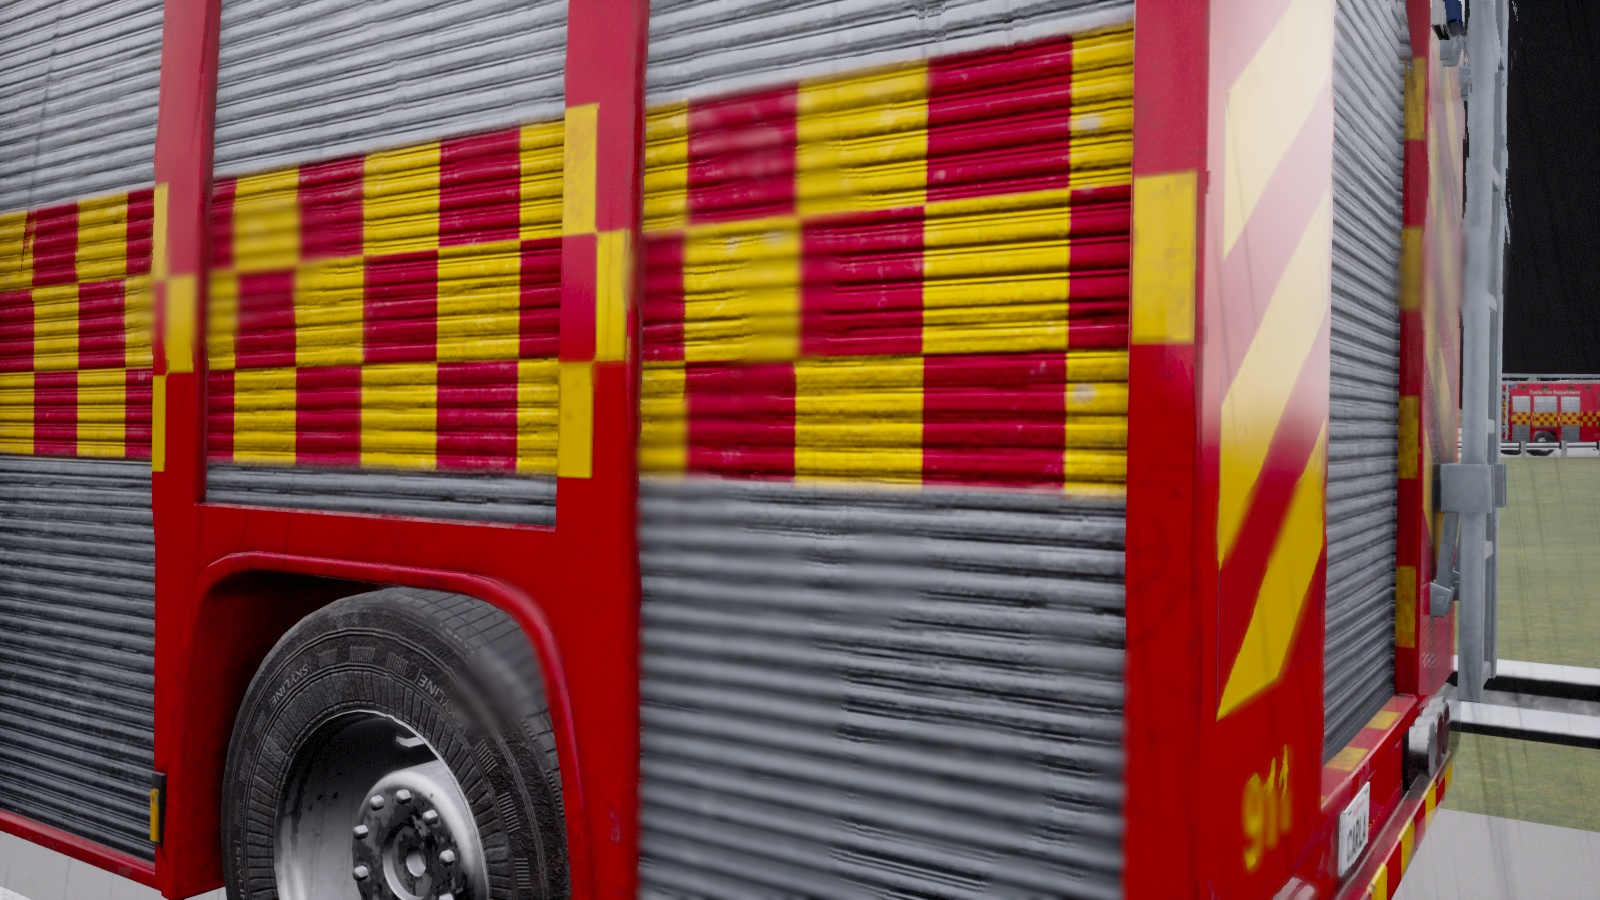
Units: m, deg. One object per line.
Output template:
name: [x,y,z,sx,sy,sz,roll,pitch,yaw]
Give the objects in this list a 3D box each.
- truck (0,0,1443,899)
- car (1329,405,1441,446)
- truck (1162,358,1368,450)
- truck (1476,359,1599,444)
truck: [-2.277,-0.483,5.145,8.468,3.827,2.891,0,1,34]
car: [28.369,-1.205,60.935,4.605,1.855,1.932,-1,1,-7]
truck: [21.045,-1.983,56.932,8.468,3.827,2.891,-1,1,25]
truck: [36.697,-2.313,59.009,8.468,3.827,2.891,-1,1,-4]
